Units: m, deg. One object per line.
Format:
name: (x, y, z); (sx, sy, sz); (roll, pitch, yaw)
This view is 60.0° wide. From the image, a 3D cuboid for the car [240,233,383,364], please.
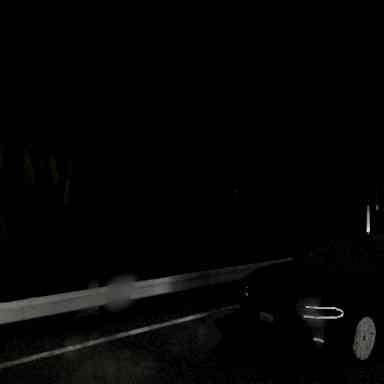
car: (3.103, 1.539, 6.073); (5.008, 1.535, 1.882); (2, -1, -34)
